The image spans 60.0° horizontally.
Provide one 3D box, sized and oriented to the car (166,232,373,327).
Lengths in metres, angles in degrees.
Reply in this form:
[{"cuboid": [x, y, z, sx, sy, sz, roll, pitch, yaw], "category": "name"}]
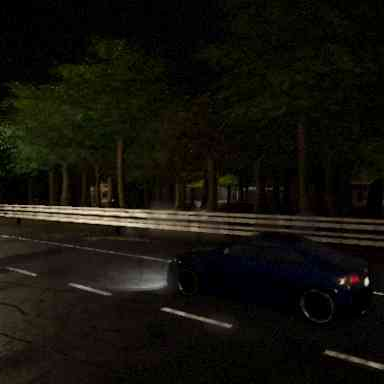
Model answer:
[{"cuboid": [1.480, 1.569, 7.111, 4.181, 1.385, 1.994, 0, 0, 35], "category": "car"}]
